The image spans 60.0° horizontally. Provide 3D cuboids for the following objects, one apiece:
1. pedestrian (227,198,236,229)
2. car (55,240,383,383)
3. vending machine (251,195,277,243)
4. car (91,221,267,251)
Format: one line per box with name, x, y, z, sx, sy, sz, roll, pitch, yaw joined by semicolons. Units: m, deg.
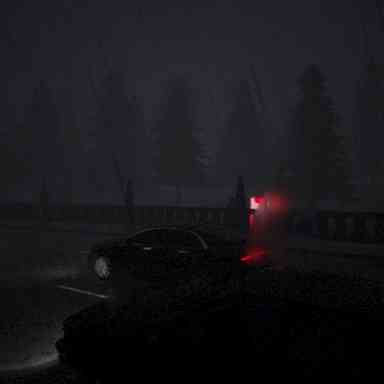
pedestrian;1.778;1.141;14.479;0.375;1.860;0.375;0;0;31
car;0.998;1.547;3.282;5.357;1.411;2.033;0;0;33
vending machine;3.308;1.195;15.253;0.880;2.100;1.100;0;0;32
car;-0.502;1.504;8.271;4.892;1.490;1.837;0;0;33
